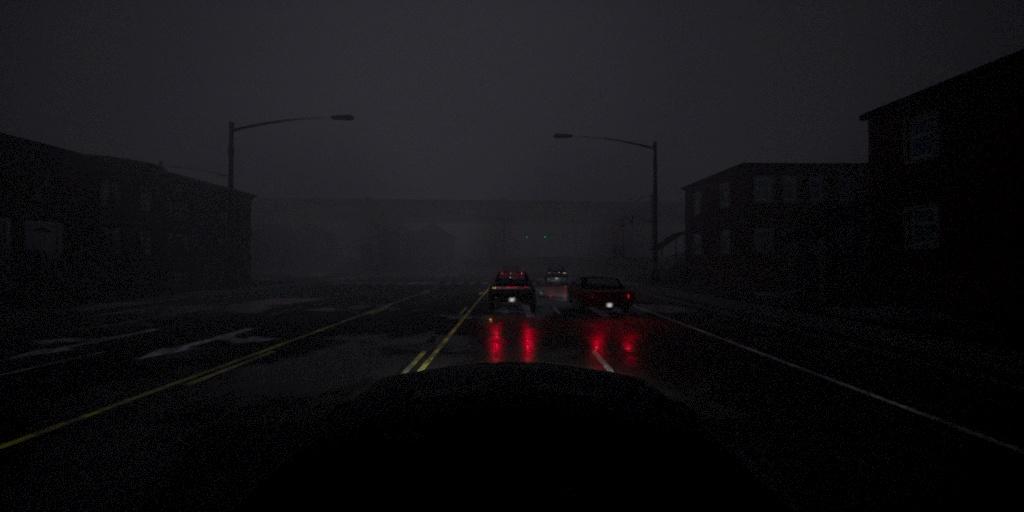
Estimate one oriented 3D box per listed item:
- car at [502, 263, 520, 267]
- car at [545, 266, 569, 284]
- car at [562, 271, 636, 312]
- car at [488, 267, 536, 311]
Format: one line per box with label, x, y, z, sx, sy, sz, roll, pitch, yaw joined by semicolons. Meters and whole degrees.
car;-0.108;1.414;30.248;2.097;1.767;4.553;0;-1;-2
car;3.791;1.557;30.291;2.128;1.511;4.902;0;-1;7
car;3.510;1.497;15.084;1.895;1.301;4.718;0;-1;0
car;0.014;1.391;15.336;2.128;1.511;4.902;0;-1;0
